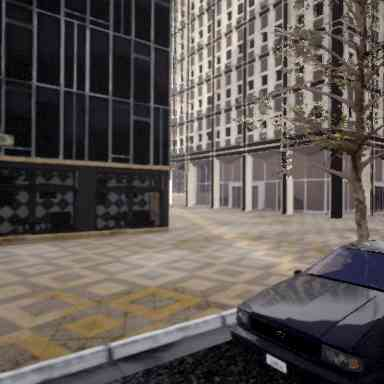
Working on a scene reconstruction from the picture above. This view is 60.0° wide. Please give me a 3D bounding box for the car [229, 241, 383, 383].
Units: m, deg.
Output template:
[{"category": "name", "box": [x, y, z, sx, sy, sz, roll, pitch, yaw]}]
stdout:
[{"category": "car", "box": [3.125, 1.544, 5.292, 5.357, 1.411, 2.033, 0, 0, -35]}]
